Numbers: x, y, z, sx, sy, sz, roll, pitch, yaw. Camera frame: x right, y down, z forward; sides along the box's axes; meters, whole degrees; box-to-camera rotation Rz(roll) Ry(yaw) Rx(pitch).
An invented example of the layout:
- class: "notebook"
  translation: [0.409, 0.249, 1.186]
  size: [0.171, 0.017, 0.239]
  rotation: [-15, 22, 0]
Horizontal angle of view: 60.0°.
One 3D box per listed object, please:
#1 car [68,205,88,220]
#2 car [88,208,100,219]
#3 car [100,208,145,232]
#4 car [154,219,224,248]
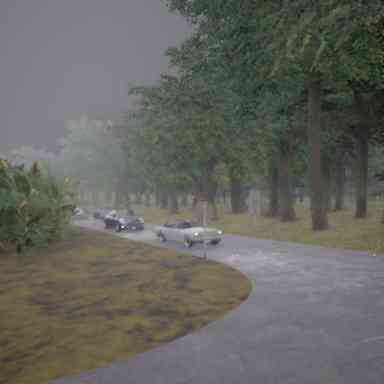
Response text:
- class: "car"
  translation: [-14.157, 2.695, 40.992]
  size: [1.812, 1.442, 4.674]
  rotation: [0, -1, -32]
- class: "car"
  translation: [-10.833, 2.691, 41.180]
  size: [2.033, 1.411, 5.357]
  rotation: [0, -1, -32]
- class: "car"
  translation: [-5.585, 2.218, 27.135]
  size: [2.097, 1.767, 4.553]
  rotation: [0, -1, -32]
- class: "car"
  translation: [-0.294, 2.226, 18.603]
  size: [1.895, 1.301, 4.718]
  rotation: [0, -2, -32]
